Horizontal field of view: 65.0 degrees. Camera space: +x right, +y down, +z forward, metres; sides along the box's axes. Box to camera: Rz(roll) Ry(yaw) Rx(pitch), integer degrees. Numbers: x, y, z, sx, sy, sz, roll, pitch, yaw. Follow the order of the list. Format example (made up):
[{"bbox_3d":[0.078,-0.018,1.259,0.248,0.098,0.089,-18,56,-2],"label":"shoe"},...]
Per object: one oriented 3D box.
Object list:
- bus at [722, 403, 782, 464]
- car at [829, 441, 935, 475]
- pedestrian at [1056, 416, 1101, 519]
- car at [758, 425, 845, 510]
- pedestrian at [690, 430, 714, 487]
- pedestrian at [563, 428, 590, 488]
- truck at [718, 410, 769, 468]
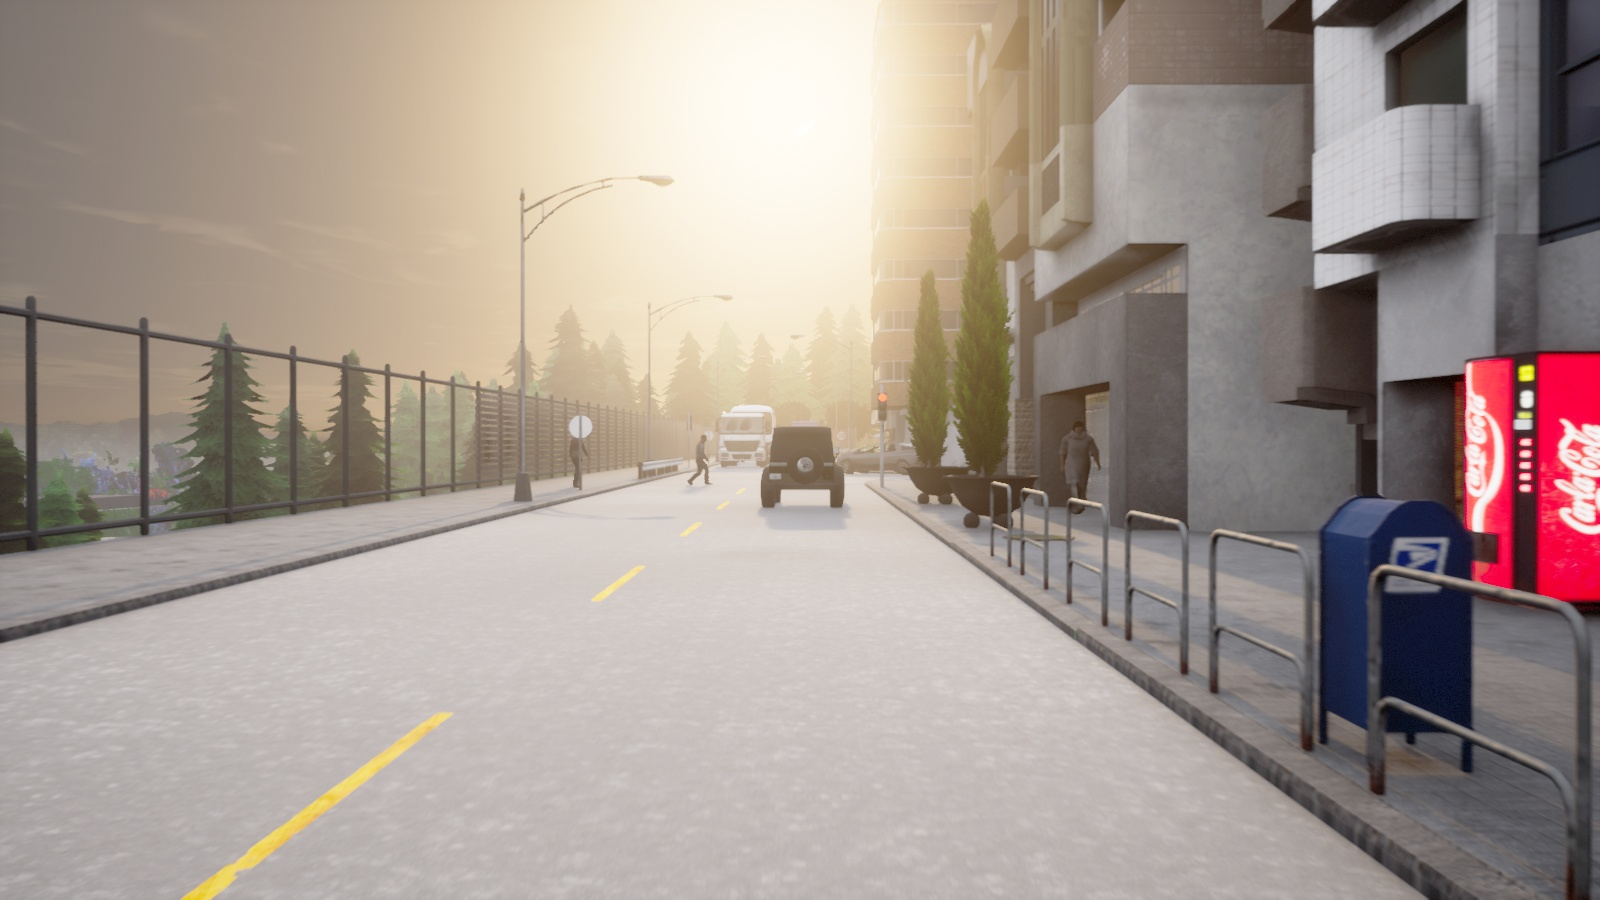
[{"bbox_3d":[-3.444,-1.156,92.884,3.944,4.253,10.273,0,0,0],"label":"bus"},{"bbox_3d":[3.824,0.366,58.653,4.514,1.525,2.007,0,0,30],"label":"car"},{"bbox_3d":[5.325,0.325,24.067,0.659,1.952,0.873,0,0,-1],"label":"pedestrian"},{"bbox_3d":[0.099,0.375,29.703,1.905,1.878,3.866,0,0,2],"label":"car"},{"bbox_3d":[-3.343,0.283,42.911,0.788,1.949,0.423,0,0,1],"label":"pedestrian"},{"bbox_3d":[-6.827,0.235,38.391,0.328,1.805,0.869,0,0,28],"label":"pedestrian"},{"bbox_3d":[-3.520,-0.691,80.274,2.891,3.462,7.936,0,0,0],"label":"truck"}]
